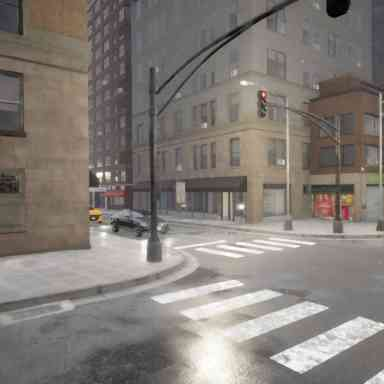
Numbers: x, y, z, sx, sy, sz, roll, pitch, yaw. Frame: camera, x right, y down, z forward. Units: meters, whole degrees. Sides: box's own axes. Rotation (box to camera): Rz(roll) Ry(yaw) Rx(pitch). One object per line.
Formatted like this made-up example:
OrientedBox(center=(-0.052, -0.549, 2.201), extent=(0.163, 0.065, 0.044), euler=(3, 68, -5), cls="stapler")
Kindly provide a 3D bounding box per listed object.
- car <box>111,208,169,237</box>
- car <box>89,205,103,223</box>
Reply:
OrientedBox(center=(-3.198, 1.694, 19.496), extent=(1.812, 1.442, 4.674), euler=(-1, 0, -38), cls="car")
OrientedBox(center=(-8.916, 1.730, 26.997), extent=(1.882, 1.535, 5.008), euler=(-1, 0, -37), cls="car")
